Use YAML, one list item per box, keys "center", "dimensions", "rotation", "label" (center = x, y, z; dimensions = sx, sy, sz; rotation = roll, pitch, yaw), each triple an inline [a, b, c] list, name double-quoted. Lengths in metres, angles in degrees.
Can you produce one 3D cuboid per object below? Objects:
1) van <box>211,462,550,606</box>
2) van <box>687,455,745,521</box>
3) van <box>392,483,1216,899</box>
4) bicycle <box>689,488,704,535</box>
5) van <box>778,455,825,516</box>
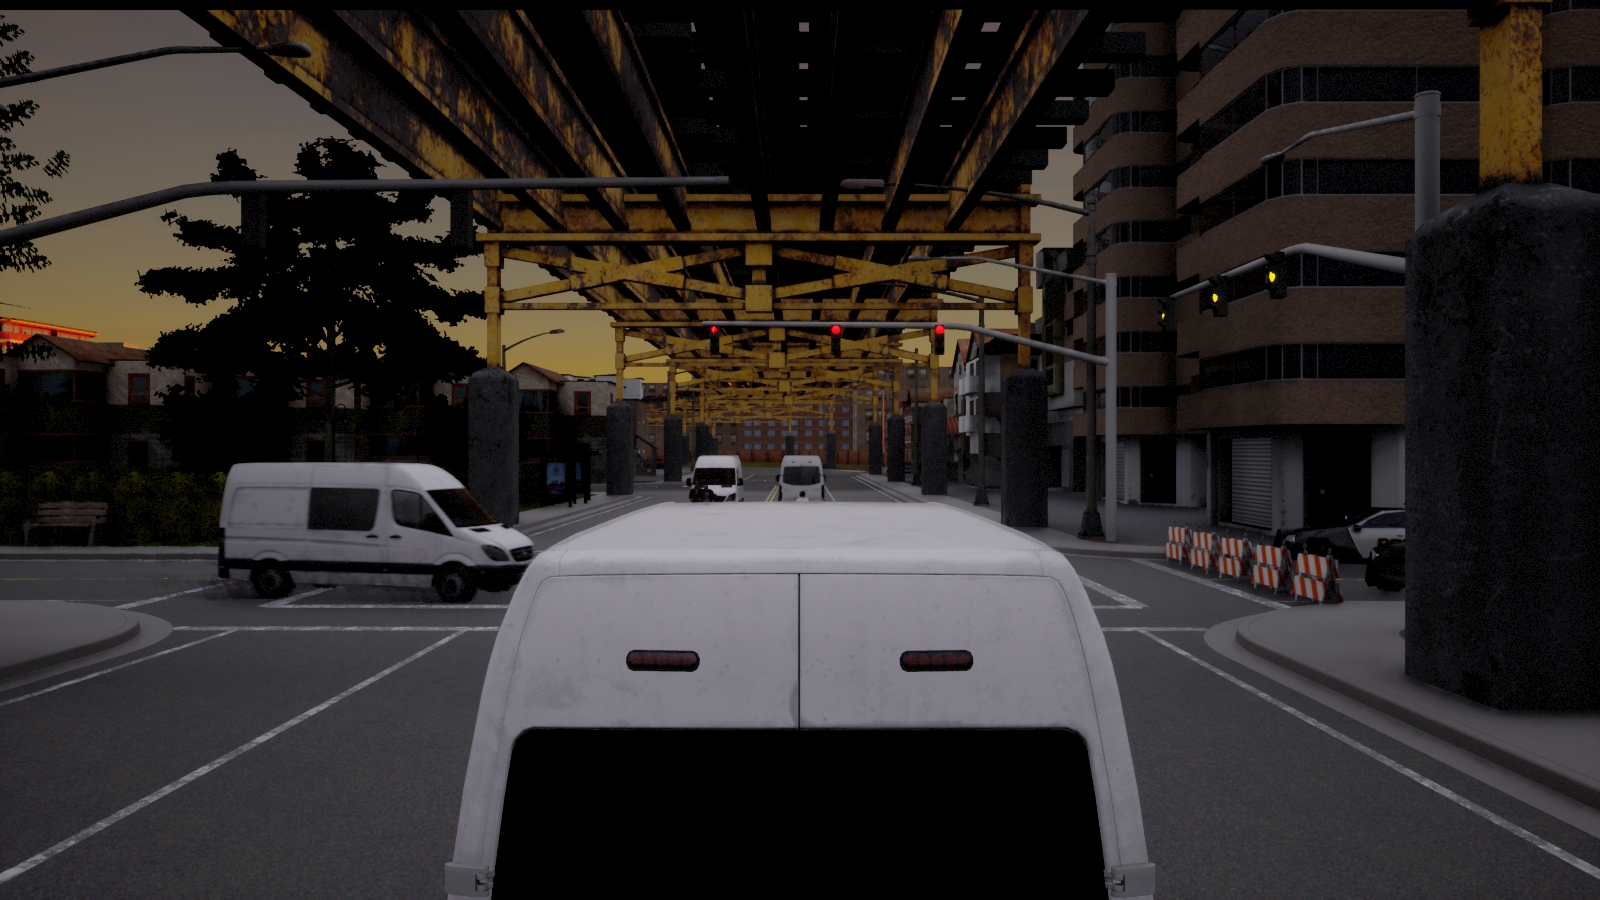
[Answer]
- center: [-8.004, 1.524, 21.978]
  dimensions: [5.915, 2.561, 1.988]
  rotation: [0, 0, 10]
  label: "van"
- center: [-3.456, 1.514, 48.058]
  dimensions: [1.988, 2.561, 5.915]
  rotation: [0, 0, 0]
  label: "van"
- center: [0.015, 1.531, 5.717]
  dimensions: [1.988, 2.561, 5.915]
  rotation: [0, 0, 0]
  label: "van"
- center: [-3.463, 2.031, 38.264]
  dimensions: [0.329, 1.496, 1.835]
  rotation: [0, 0, 1]
  label: "bicycle"
- center: [0.069, 1.512, 51.215]
  dimensions: [1.988, 2.561, 5.915]
  rotation: [0, 0, 0]
  label: "van"
